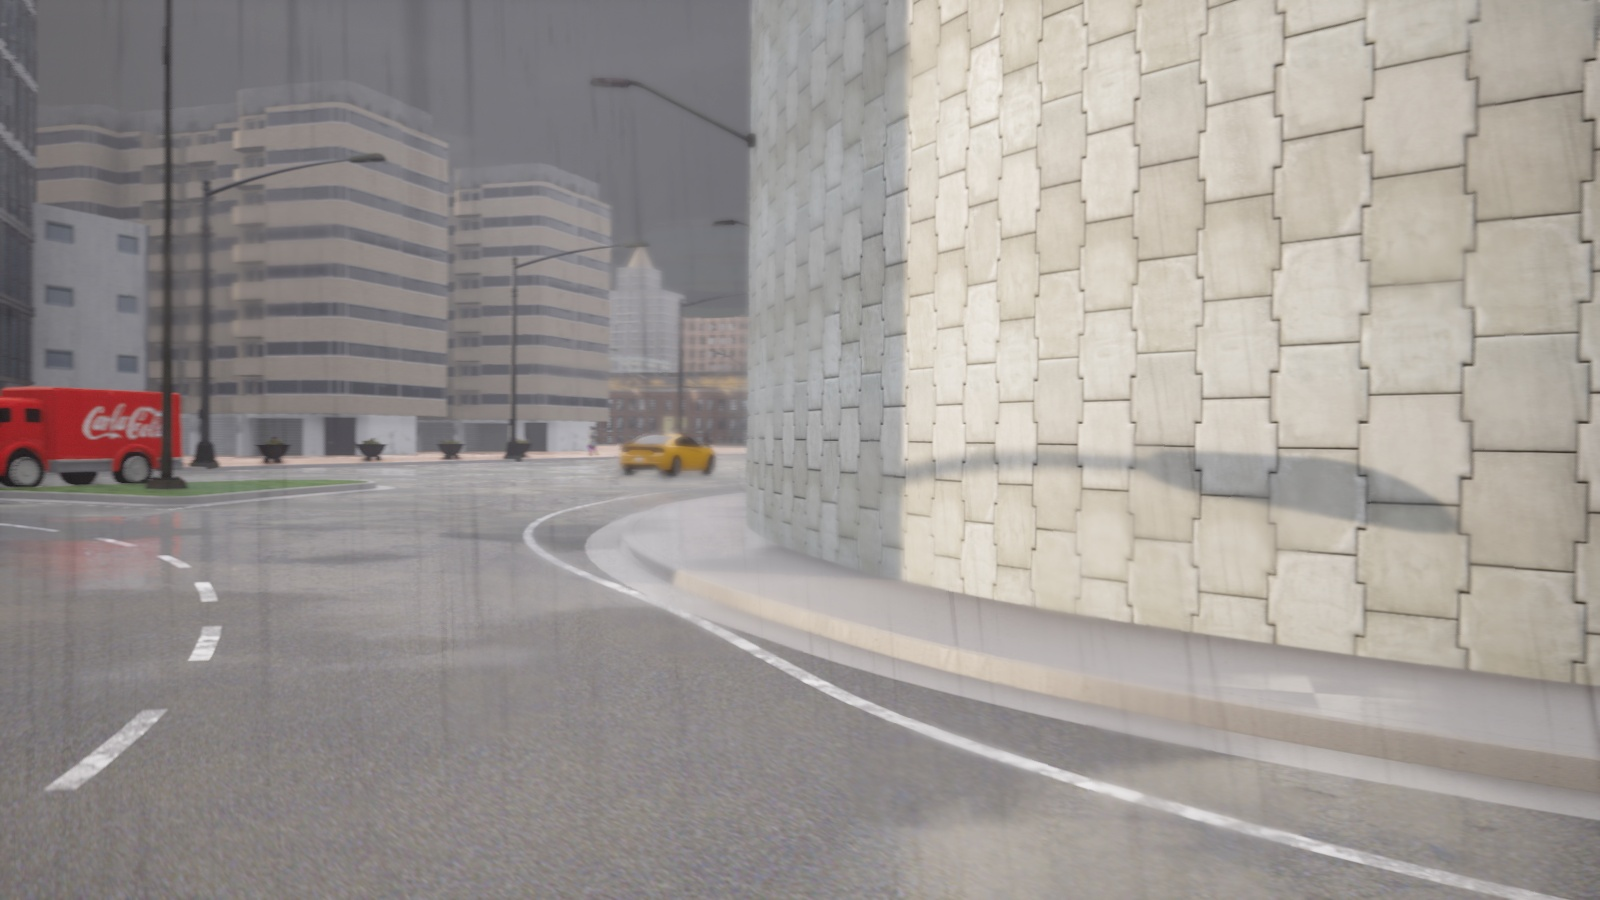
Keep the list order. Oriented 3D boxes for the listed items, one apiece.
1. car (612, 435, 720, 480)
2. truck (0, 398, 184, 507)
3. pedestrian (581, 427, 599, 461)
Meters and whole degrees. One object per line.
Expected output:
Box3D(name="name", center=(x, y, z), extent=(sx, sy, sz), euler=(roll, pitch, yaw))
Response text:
Box3D(name="car", center=(-4.750, 0.235, 45.375), extent=(1.882, 1.535, 5.008), euler=(0, 1, 20))
Box3D(name="truck", center=(-18.307, 0.034, 30.807), extent=(2.627, 2.467, 5.204), euler=(0, 1, 27))
Box3D(name="pedestrian", center=(-12.446, -0.357, 74.331), extent=(0.659, 1.952, 0.873), euler=(0, 1, 25))
